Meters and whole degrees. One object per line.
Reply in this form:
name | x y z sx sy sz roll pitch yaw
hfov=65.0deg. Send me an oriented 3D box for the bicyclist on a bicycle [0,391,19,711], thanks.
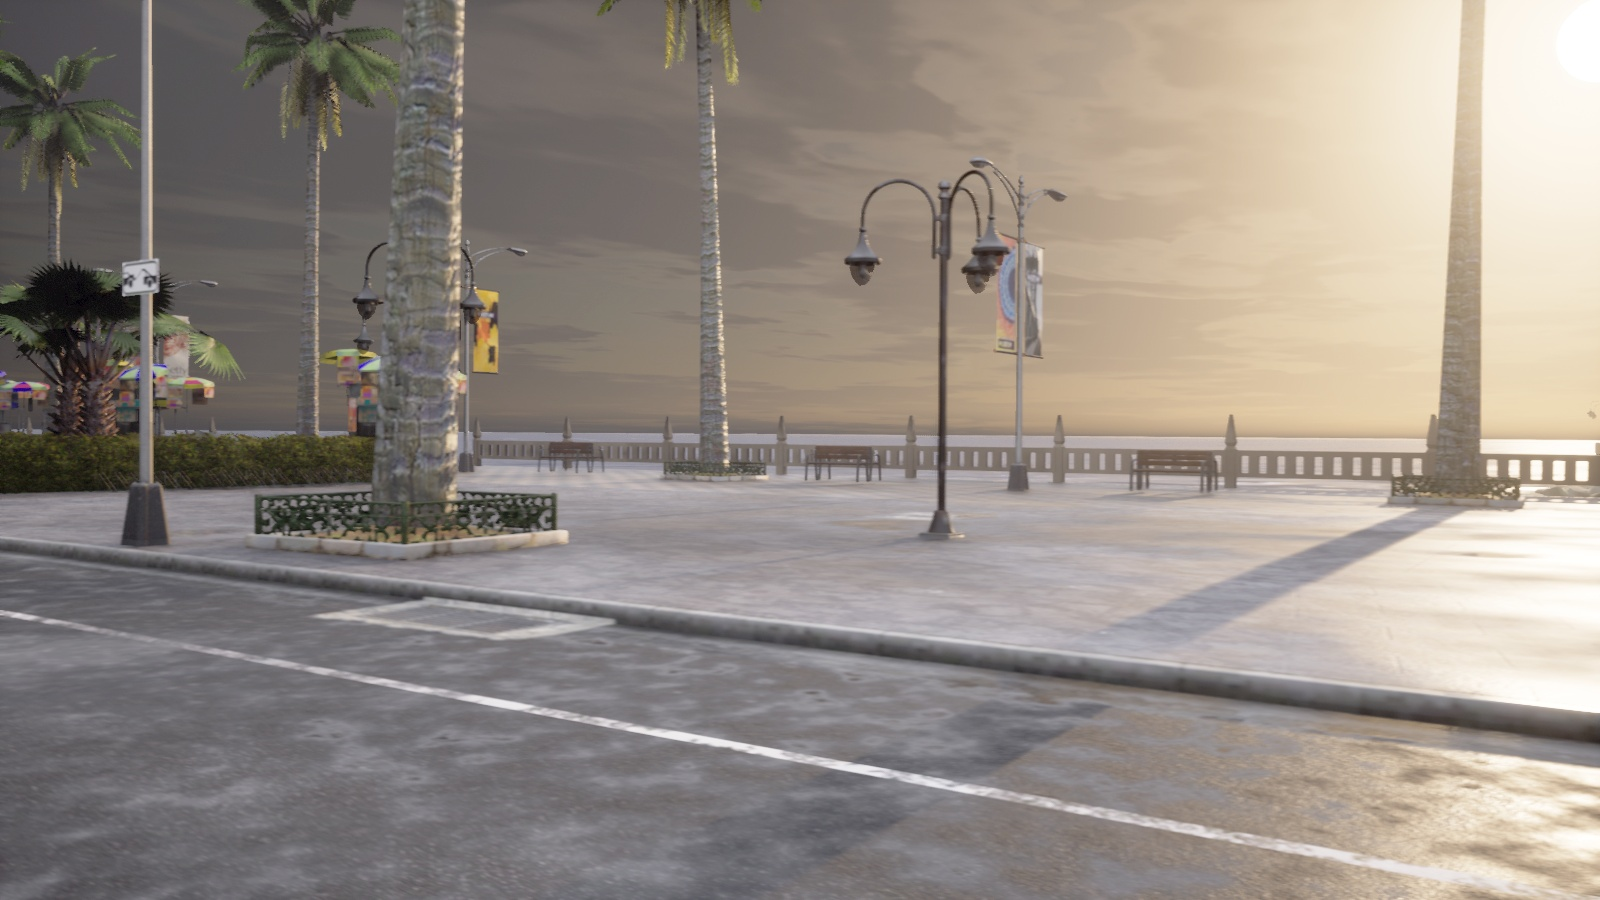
bicyclist on a bicycle | -5.353 0.565 7.285 1.843 1.776 0.659 0 1 33
